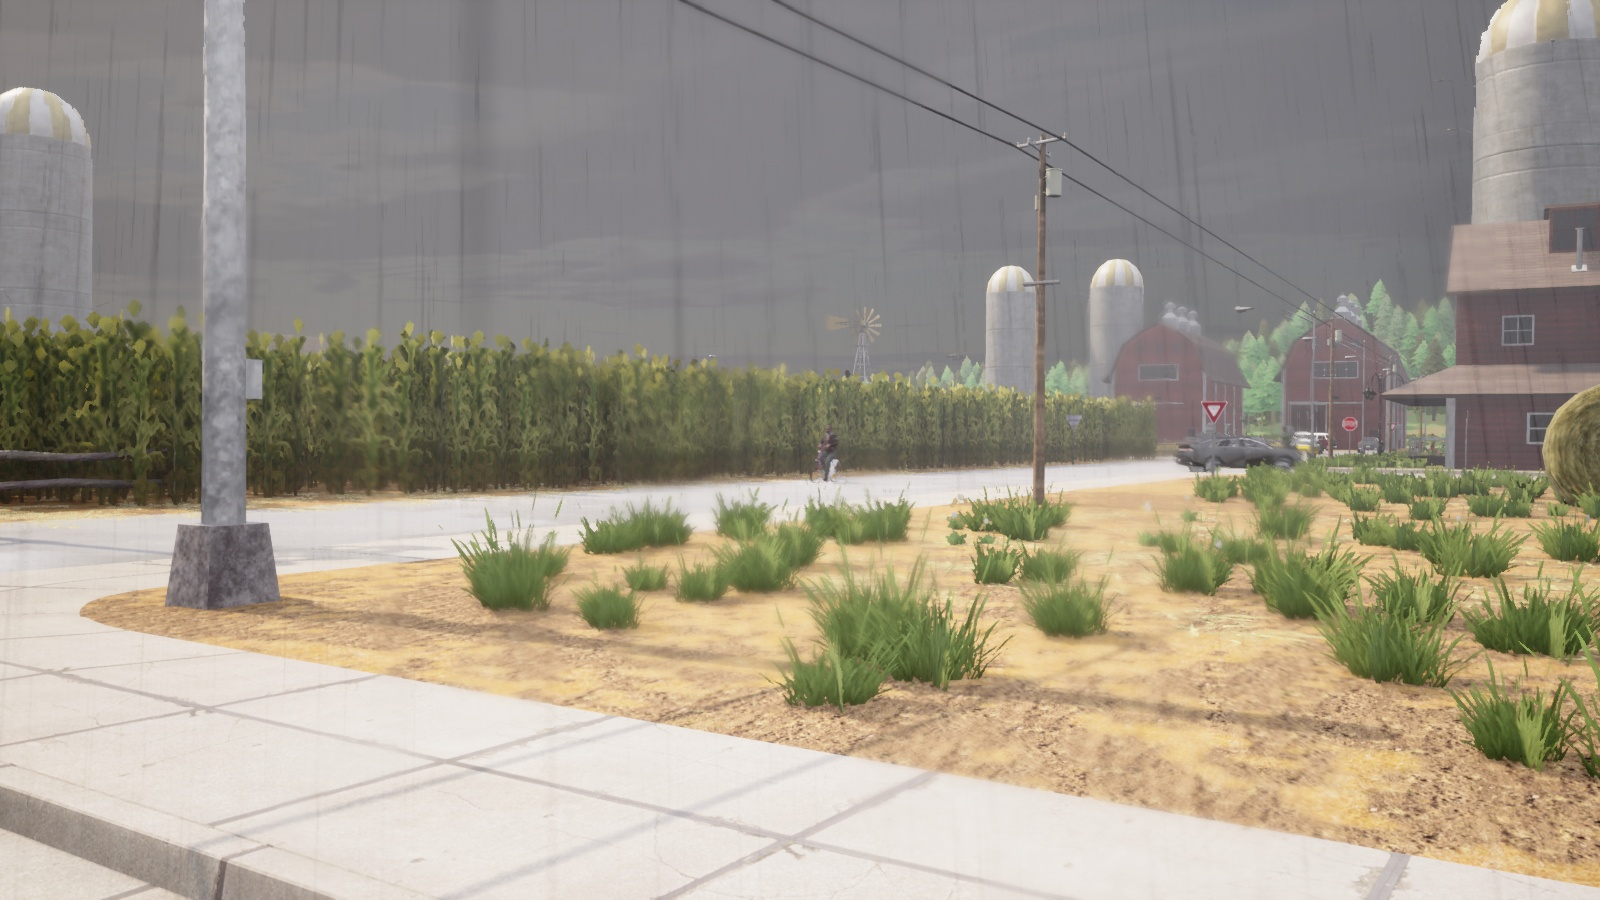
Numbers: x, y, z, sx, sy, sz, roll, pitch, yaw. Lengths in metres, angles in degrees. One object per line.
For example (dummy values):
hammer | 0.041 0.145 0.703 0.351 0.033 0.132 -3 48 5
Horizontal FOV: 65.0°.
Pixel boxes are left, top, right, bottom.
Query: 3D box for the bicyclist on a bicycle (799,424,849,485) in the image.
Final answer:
bicyclist on a bicycle | 0.732 0.122 37.211 0.659 1.776 1.843 0 1 31

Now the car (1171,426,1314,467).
car | 17.409 -0.133 49.557 4.902 1.511 2.128 -1 1 -2
